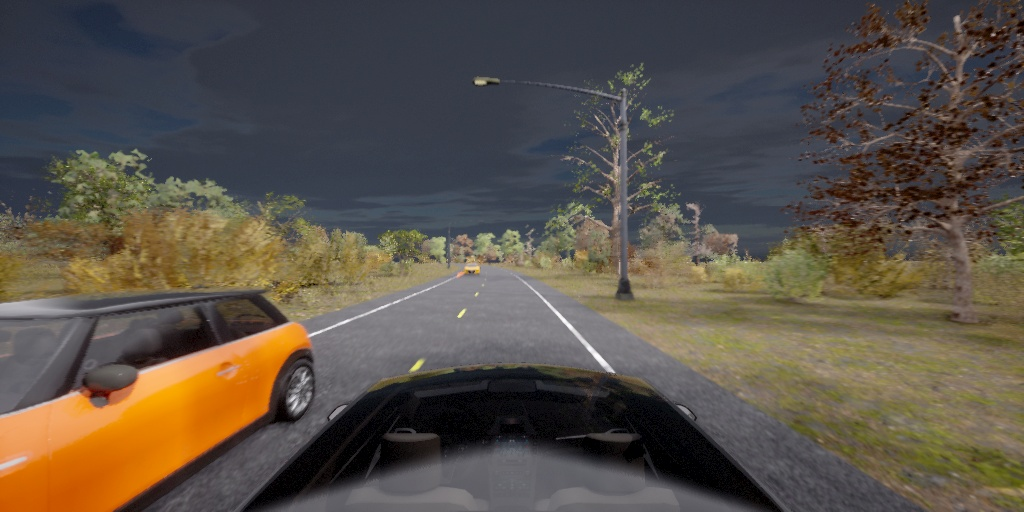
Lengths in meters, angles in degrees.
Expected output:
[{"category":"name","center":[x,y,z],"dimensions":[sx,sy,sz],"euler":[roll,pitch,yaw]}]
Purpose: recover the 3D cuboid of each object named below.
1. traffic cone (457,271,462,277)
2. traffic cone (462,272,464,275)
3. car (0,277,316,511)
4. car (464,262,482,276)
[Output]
[{"category":"traffic cone","center":[-6.045,2.108,40.392],"dimensions":[0.340,0.580,0.340],"euler":[0,0,-3]},{"category":"traffic cone","center":[-6.364,2.162,45.357],"dimensions":[0.340,0.580,0.340],"euler":[0,0,-4]},{"category":"car","center":[-3.620,1.119,2.790],"dimensions":[2.097,1.767,4.553],"euler":[0,-1,0]},{"category":"car","center":[-5.108,1.690,46.214],"dimensions":[1.882,1.535,5.008],"euler":[0,-1,-4]}]
